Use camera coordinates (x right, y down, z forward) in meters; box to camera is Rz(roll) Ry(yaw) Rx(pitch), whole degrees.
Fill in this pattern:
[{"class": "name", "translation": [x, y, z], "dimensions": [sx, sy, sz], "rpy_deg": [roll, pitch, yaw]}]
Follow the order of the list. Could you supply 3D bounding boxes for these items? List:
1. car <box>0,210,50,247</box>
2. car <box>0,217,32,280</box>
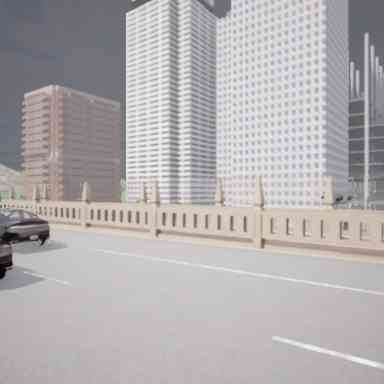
[{"class": "car", "translation": [-7.889, 1.487, 13.853], "dimensions": [4.902, 1.511, 2.128], "rpy_deg": [0, 0, 35]}, {"class": "car", "translation": [-6.544, 1.490, 8.613], "dimensions": [4.902, 1.511, 2.128], "rpy_deg": [0, 0, 35]}]
